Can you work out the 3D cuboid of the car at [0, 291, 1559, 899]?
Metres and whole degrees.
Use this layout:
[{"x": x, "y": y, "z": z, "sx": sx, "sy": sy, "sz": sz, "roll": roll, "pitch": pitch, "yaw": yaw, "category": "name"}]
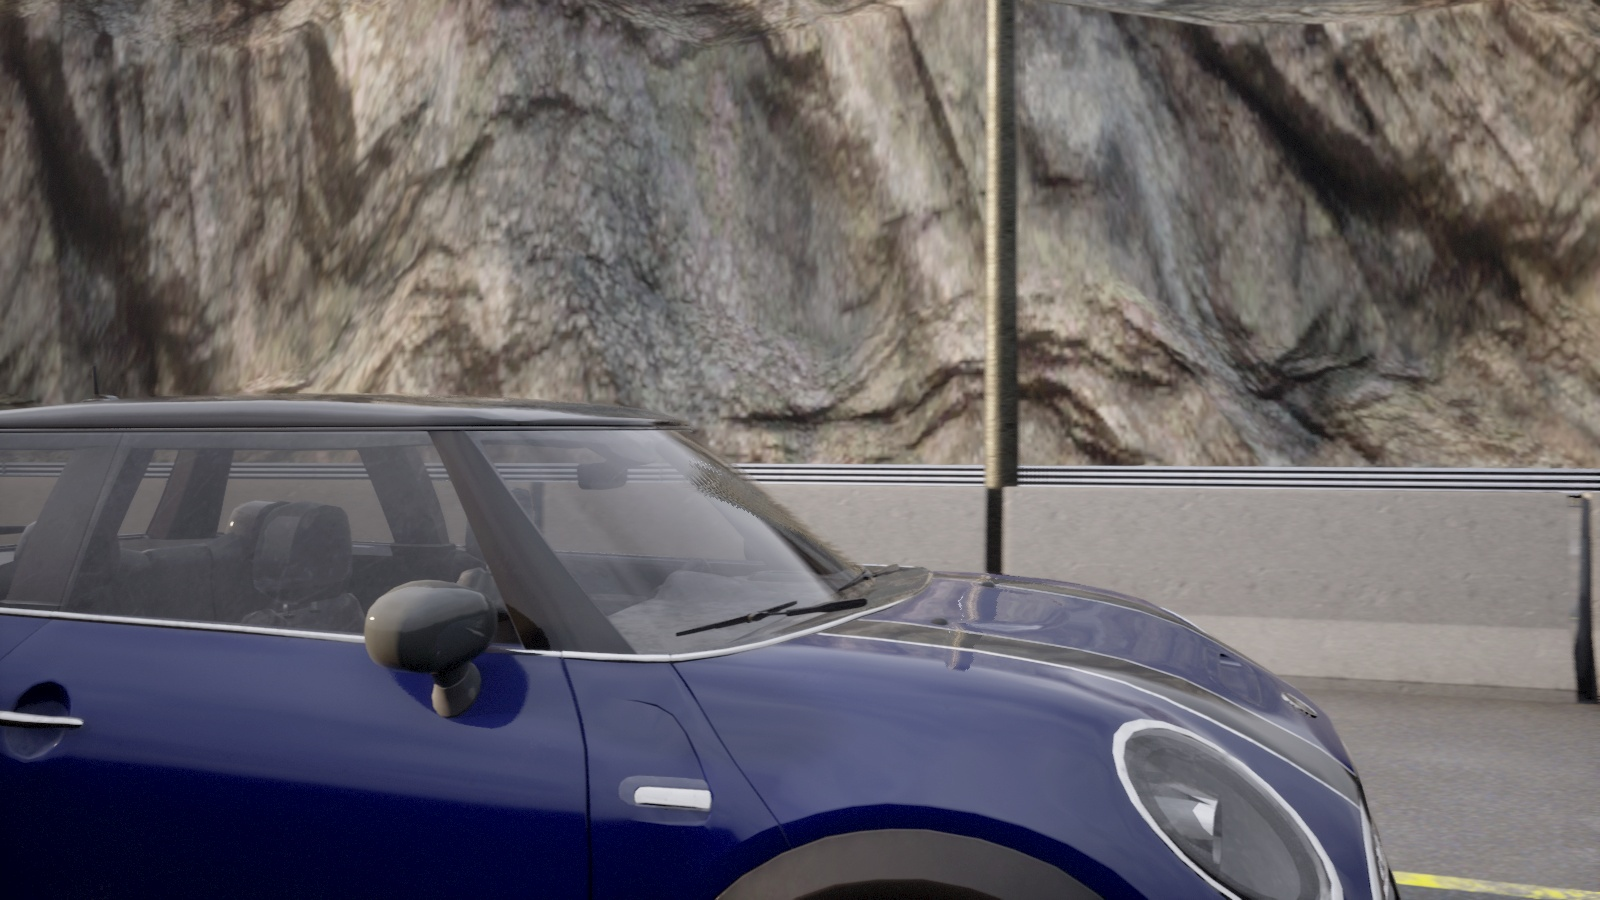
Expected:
[{"x": -0.796, "y": 0.626, "z": 3.458, "sx": 4.553, "sy": 1.767, "sz": 2.097, "roll": 1, "pitch": 1, "yaw": 17, "category": "car"}]
